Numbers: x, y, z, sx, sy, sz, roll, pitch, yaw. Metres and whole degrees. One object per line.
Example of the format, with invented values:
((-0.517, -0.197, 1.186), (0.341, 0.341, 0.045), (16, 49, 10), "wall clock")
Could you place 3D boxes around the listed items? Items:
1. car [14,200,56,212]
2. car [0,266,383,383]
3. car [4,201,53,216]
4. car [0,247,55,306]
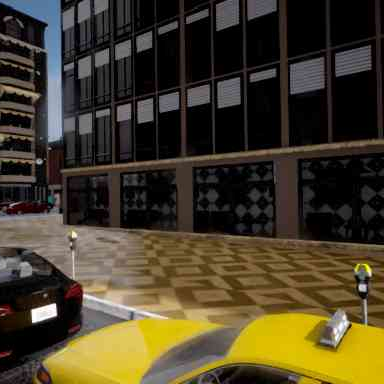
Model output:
((-19.391, 1.743, 41.246), (1.947, 1.339, 4.313), (-2, -1, 35), "car")
((0.736, 1.526, 2.367), (4.829, 1.417, 1.752), (0, -1, 35), "car")
((-15.731, 1.581, 31.896), (1.802, 1.307, 4.206), (-2, -1, 35), "car")
((-3.565, 1.568, 5.413), (4.313, 1.339, 1.947), (0, -1, 35), "car")
